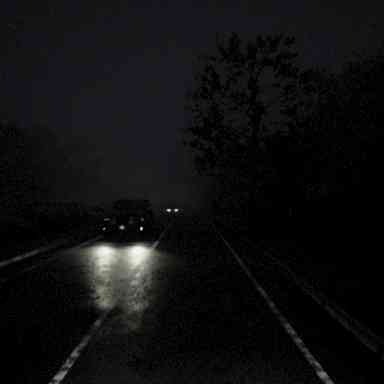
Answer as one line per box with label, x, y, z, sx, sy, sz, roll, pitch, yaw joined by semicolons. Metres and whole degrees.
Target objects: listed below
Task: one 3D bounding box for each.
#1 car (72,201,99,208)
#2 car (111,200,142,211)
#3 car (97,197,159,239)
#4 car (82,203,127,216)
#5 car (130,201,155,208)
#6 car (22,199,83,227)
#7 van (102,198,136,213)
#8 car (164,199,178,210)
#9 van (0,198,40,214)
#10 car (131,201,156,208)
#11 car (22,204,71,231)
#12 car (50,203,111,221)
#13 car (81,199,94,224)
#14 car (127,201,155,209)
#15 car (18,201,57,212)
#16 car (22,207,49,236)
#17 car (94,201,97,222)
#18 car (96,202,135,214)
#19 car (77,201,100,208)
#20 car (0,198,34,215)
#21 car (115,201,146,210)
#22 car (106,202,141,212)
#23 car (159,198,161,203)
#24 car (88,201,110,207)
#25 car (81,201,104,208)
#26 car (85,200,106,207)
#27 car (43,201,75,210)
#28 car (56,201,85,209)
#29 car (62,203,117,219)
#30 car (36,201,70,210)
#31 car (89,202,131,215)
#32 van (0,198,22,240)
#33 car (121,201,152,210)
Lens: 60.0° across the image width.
car;-23.273;2.722;72.755;5.366;1.575;1.946;0;-2;0
car;-10.394;2.124;53.330;4.553;1.767;2.185;0;-1;0
car;-3.385;1.387;18.816;2.150;2.045;5.566;0;-1;0
car;-10.323;2.031;39.451;4.792;1.488;2.163;0;-1;0
car;-10.382;2.652;69.971;4.892;1.521;2.231;0;-1;0
car;-10.307;1.581;22.799;4.553;1.767;2.185;0;-1;0
van;-10.475;1.923;47.782;4.442;1.987;1.878;0;-1;0
car;-3.465;2.467;60.881;2.033;1.411;5.357;0;-1;0
van;-23.319;1.875;45.075;4.442;1.987;1.878;0;-1;0
car;-10.564;2.721;72.747;5.366;1.575;1.946;0;-2;0
car;-10.331;1.657;20.021;5.008;1.535;2.097;0;-1;0
car;-10.339;1.855;31.124;4.892;1.521;2.231;0;-1;0
car;-10.309;1.630;25.575;4.553;1.767;2.185;0;-1;0
car;-10.189;2.575;67.197;5.366;1.575;1.946;0;-2;0
car;-23.446;2.199;50.610;5.008;1.535;2.097;0;-1;0
car;-10.337;1.648;17.245;4.674;1.452;2.002;0;-1;0
car;-10.157;1.802;28.349;5.366;1.575;1.946;0;-1;0
car;-10.327;2.129;45.002;4.792;1.488;2.163;0;-1;0
car;-23.458;2.838;75.523;4.674;1.452;2.002;0;-2;0
car;-23.406;1.801;42.306;5.566;2.045;2.435;0;-1;0
car;-10.359;2.306;56.106;4.892;1.521;2.231;0;-1;0
car;-10.390;2.227;50.554;4.792;1.488;2.163;0;-1;0
car;-10.409;2.546;75.529;5.566;2.045;2.435;0;-2;0
car;-23.462;3.014;83.709;5.008;1.535;2.097;0;-2;0
car;-23.433;2.901;78.293;4.792;1.488;2.163;0;-2;0
car;-23.496;2.815;80.941;4.553;1.767;2.185;0;-2;0
car;-23.476;2.394;58.785;4.792;1.488;2.163;0;-1;0
car;-23.423;2.535;64.448;4.792;1.488;2.163;0;-2;0
car;-10.354;1.904;33.900;4.892;1.521;2.231;0;-1;0
car;-23.474;2.336;56.146;4.792;1.488;2.163;0;-1;0
car;-10.325;2.080;42.227;4.792;1.488;2.163;0;-1;0
van;-10.215;1.333;14.474;4.442;1.987;1.878;0;-1;0
car;-10.184;2.427;61.525;5.366;1.575;1.946;0;-2;0
